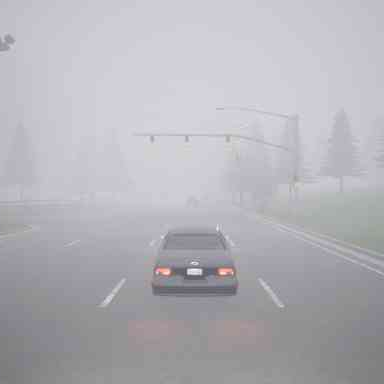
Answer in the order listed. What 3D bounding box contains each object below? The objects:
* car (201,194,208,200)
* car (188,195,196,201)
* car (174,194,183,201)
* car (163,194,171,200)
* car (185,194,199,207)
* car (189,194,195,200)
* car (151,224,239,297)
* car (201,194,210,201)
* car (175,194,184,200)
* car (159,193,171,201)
[{"bbox_3d":[3.519,1.310,93.869,1.882,1.535,5.008,0,0,0],"label":"car"},{"bbox_3d":[0.017,1.531,83.450,2.033,1.411,5.357,0,0,0],"label":"car"},{"bbox_3d":[-3.483,1.517,83.868,1.812,1.442,4.674,0,0,0],"label":"car"},{"bbox_3d":[-6.981,1.385,93.872,1.994,1.385,4.181,0,0,0],"label":"car"},{"bbox_3d":[0.009,1.352,52.807,2.097,1.767,4.553,0,0,0],"label":"car"},{"bbox_3d":[0.019,1.310,93.870,1.882,1.535,5.008,0,0,0],"label":"car"},{"bbox_3d":[0.068,1.547,8.768,2.033,1.411,5.357,0,0,0],"label":"car"},{"bbox_3d":[3.517,1.492,83.449,1.837,1.490,4.892,0,0,0],"label":"car"},{"bbox_3d":[-3.481,1.357,93.871,2.128,1.511,4.902,0,0,0],"label":"car"},{"bbox_3d":[-6.983,1.217,83.482,2.150,2.045,5.566,0,0,0],"label":"car"}]
